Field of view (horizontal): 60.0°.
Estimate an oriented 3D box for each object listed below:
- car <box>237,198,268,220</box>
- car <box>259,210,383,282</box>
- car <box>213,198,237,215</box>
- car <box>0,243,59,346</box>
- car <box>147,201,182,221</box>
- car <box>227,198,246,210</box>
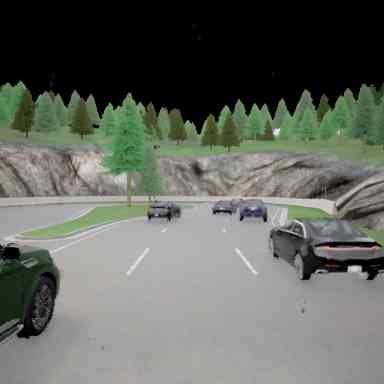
[{"bbox_3d":[5.214,1.351,27.659,2.097,1.767,4.553,0,0,14],"label":"car"},{"bbox_3d":[3.608,1.491,9.786,2.128,1.511,4.902,0,0,0],"label":"car"},{"bbox_3d":[3.425,1.563,34.356,1.994,1.385,4.181,0,0,15],"label":"car"},{"bbox_3d":[-3.398,1.219,3.480,2.150,2.045,5.566,0,0,0],"label":"car"},{"bbox_3d":[-2.133,1.491,26.930,2.128,1.511,4.902,0,0,11],"label":"car"},{"bbox_3d":[6.008,1.547,44.108,2.033,1.411,5.357,0,0,12],"label":"car"}]
